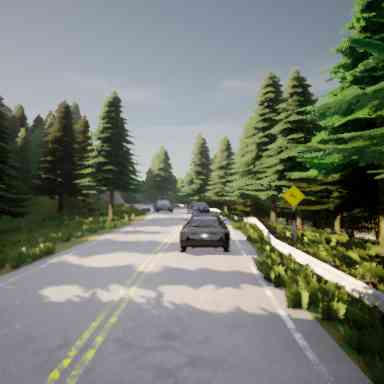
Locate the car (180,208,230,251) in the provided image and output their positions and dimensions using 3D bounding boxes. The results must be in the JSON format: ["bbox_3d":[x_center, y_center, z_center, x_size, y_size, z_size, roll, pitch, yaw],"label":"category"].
[{"bbox_3d":[0.568,1.596,14.356,1.994,1.385,4.181,0,0,3],"label":"car"}]

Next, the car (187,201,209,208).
[{"bbox_3d":[0.593,1.657,35.451,2.033,1.411,5.357,1,0,-8],"label":"car"}]

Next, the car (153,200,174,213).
[{"bbox_3d":[-3.247,1.586,37.484,1.812,1.442,4.674,1,0,-11],"label":"car"}]
